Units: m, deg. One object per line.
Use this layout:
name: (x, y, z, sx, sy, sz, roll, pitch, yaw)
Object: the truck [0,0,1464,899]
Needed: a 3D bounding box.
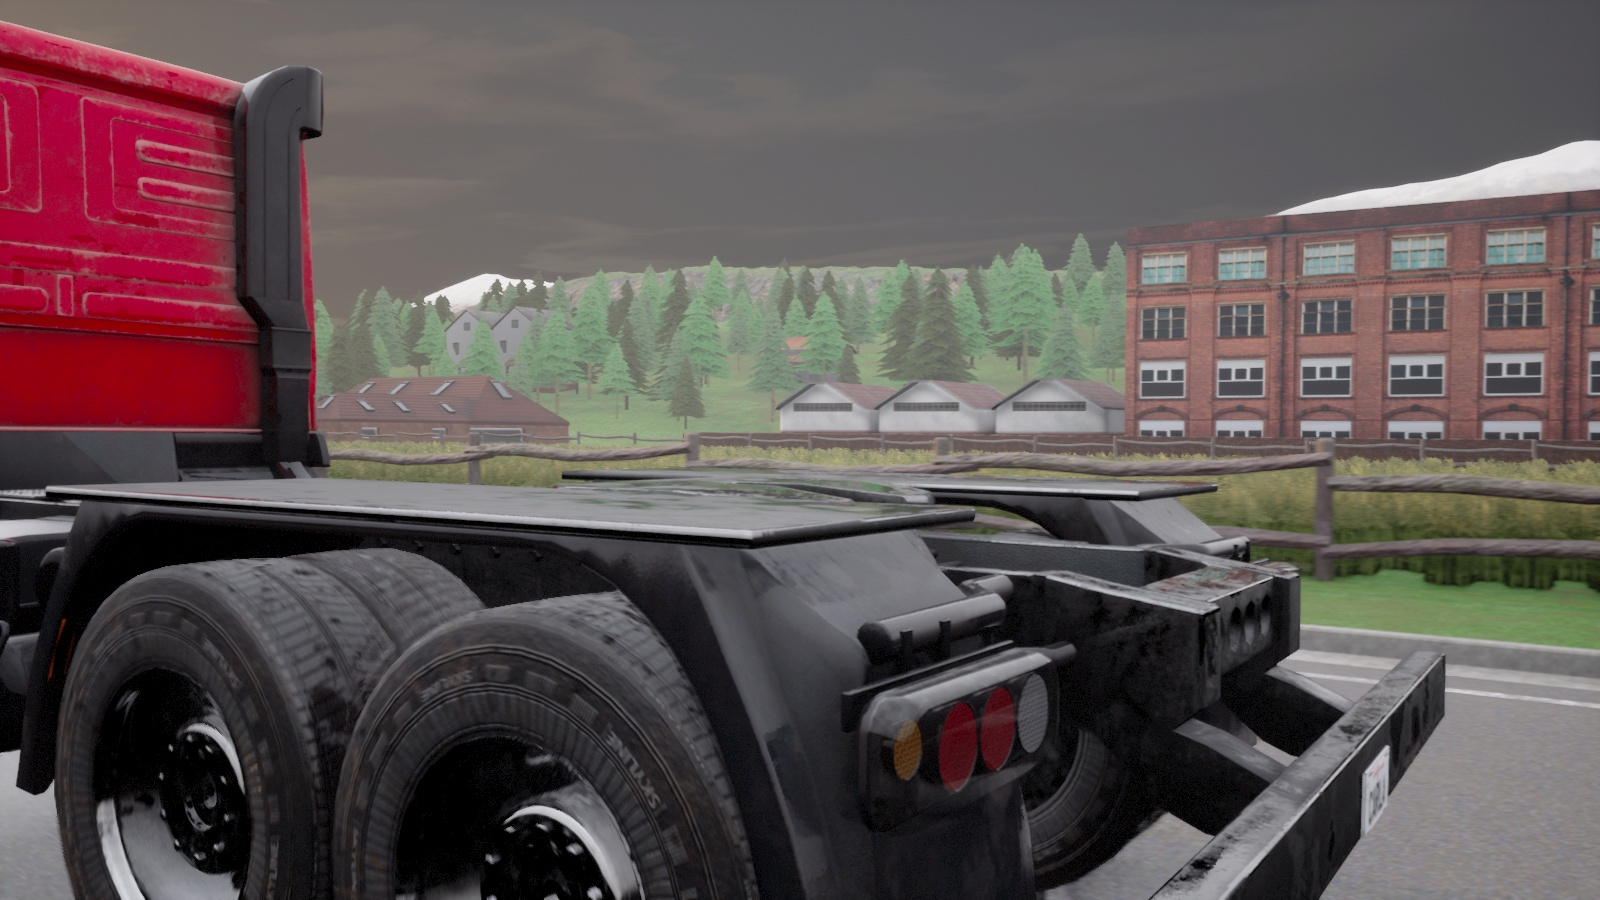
truck: (-2.019, -0.300, 4.945, 7.936, 3.462, 2.891, 0, 1, 34)
